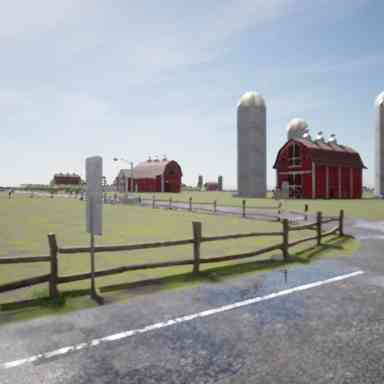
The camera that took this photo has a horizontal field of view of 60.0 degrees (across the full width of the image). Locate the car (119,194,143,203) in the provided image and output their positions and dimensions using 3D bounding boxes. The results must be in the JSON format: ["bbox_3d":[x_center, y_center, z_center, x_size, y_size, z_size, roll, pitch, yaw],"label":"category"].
[{"bbox_3d":[-9.120,0.976,49.649,1.895,1.301,4.718,-1,1,-36],"label":"car"}]
